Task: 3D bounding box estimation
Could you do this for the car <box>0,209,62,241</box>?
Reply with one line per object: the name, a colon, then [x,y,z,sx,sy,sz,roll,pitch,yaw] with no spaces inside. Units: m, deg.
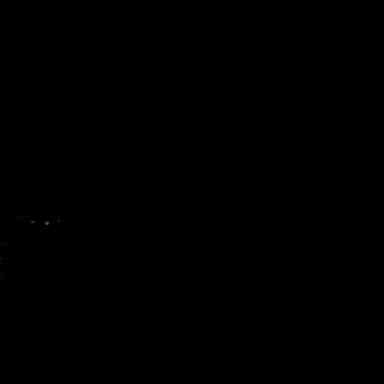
car: [-9.806,1.790,19.804,4.553,1.767,2.097,-1,-2,36]
